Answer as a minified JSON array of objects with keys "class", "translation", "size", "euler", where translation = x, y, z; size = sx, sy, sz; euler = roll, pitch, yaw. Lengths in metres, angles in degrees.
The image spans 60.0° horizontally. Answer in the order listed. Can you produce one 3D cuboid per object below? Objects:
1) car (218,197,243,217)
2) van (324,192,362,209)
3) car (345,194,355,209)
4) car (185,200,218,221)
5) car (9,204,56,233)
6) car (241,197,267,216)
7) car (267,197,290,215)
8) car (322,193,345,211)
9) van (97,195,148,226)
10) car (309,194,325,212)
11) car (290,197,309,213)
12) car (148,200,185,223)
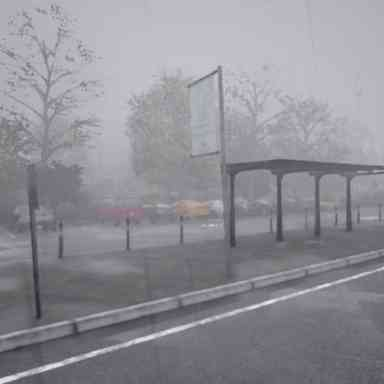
[{"class":"car","translation":[1.700,1.390,27.923],"size":[2.002,1.452,4.674],"euler":[-1,0,-36]},{"class":"van","translation":[17.565,0.984,39.129],"size":[1.878,1.987,4.442],"euler":[0,0,-36]},{"class":"car","translation":[15.226,1.259,37.636],"size":[2.163,1.488,4.792],"euler":[0,0,-36]},{"class":"car","translation":[-0.556,1.371,26.306],"size":[2.097,1.535,5.008],"euler":[-1,0,-36]},{"class":"car","translation":[-9.572,1.486,19.828],"size":[2.163,1.488,4.792],"euler":[-1,0,-36]},{"class":"car","translation":[3.936,1.204,29.564],"size":[2.185,1.767,4.553],"euler":[-1,0,-36]},{"class":"car","translation":[6.210,1.309,31.158],"size":[2.097,1.535,5.008],"euler":[-1,0,-36]},{"class":"car","translation":[13.092,1.246,35.845],"size":[1.946,1.575,5.366],"euler":[0,0,-36]},{"class":"van","translation":[-5.144,1.188,23.174],"size":[1.878,1.987,4.442],"euler":[-1,0,-36]},{"class":"car","translation":[10.710,1.298,34.406],"size":[2.163,1.488,4.792],"euler":[-1,0,-36]},{"class":"car","translation":[8.474,1.290,32.763],"size":[2.231,1.521,4.892],"euler":[-1,0,-36]},{"class":"car","translation":[-2.816,1.432,24.692],"size":[2.002,1.452,4.674],"euler":[-1,0,-36]}]
